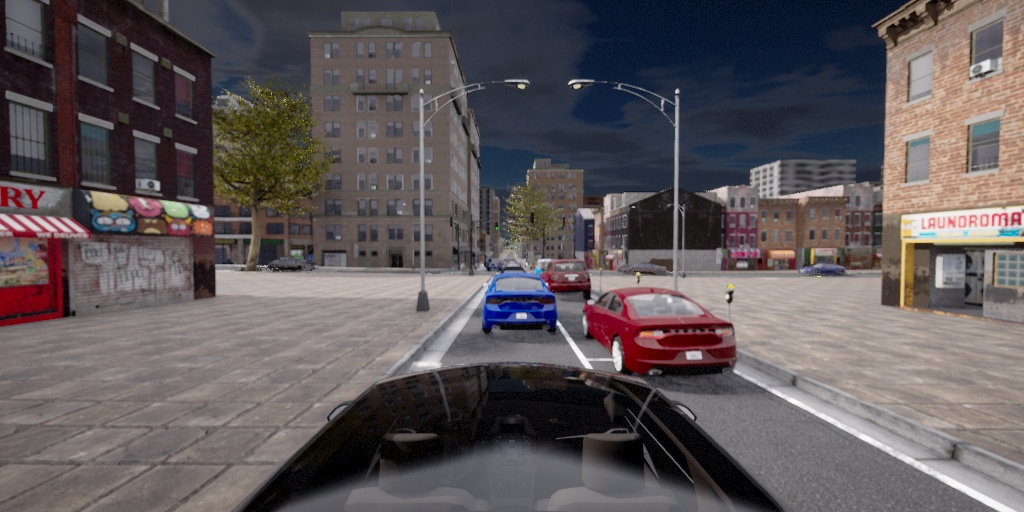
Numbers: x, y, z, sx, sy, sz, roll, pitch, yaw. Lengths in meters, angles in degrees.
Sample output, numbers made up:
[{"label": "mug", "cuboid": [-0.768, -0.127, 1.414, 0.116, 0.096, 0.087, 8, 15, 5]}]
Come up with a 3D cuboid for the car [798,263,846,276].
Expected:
[{"label": "car", "cuboid": [36.104, 1.575, 41.759, 4.674, 1.442, 1.812, 0, 1, 0]}]

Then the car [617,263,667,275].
[{"label": "car", "cuboid": [15.120, 1.485, 41.757, 5.357, 1.411, 2.033, 0, 1, 0]}]

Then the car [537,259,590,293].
[{"label": "car", "cuboid": [2.637, 1.085, 17.964, 2.192, 1.841, 5.009, 0, 0, 0]}]

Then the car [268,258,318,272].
[{"label": "car", "cuboid": [-23.593, 0.994, 38.776, 4.902, 1.511, 2.128, 1, 1, 0]}]

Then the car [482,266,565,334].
[{"label": "car", "cuboid": [0.132, 1.235, 10.735, 1.882, 1.535, 5.008, 0, 0, -2]}]

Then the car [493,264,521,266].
[{"label": "car", "cuboid": [0.094, 1.337, 19.113, 1.994, 1.385, 4.181, 0, 0, -1]}]

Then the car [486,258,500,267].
[{"label": "car", "cuboid": [-2.784, 1.385, 56.557, 2.150, 2.045, 5.566, 0, -1, 2]}]

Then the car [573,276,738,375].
[{"label": "car", "cuboid": [2.636, 1.298, 7.384, 1.888, 1.381, 4.507, 0, 0, 0]}]

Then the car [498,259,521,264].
[{"label": "car", "cuboid": [0.089, 1.300, 31.961, 2.128, 1.511, 4.902, 0, 0, 0]}]
